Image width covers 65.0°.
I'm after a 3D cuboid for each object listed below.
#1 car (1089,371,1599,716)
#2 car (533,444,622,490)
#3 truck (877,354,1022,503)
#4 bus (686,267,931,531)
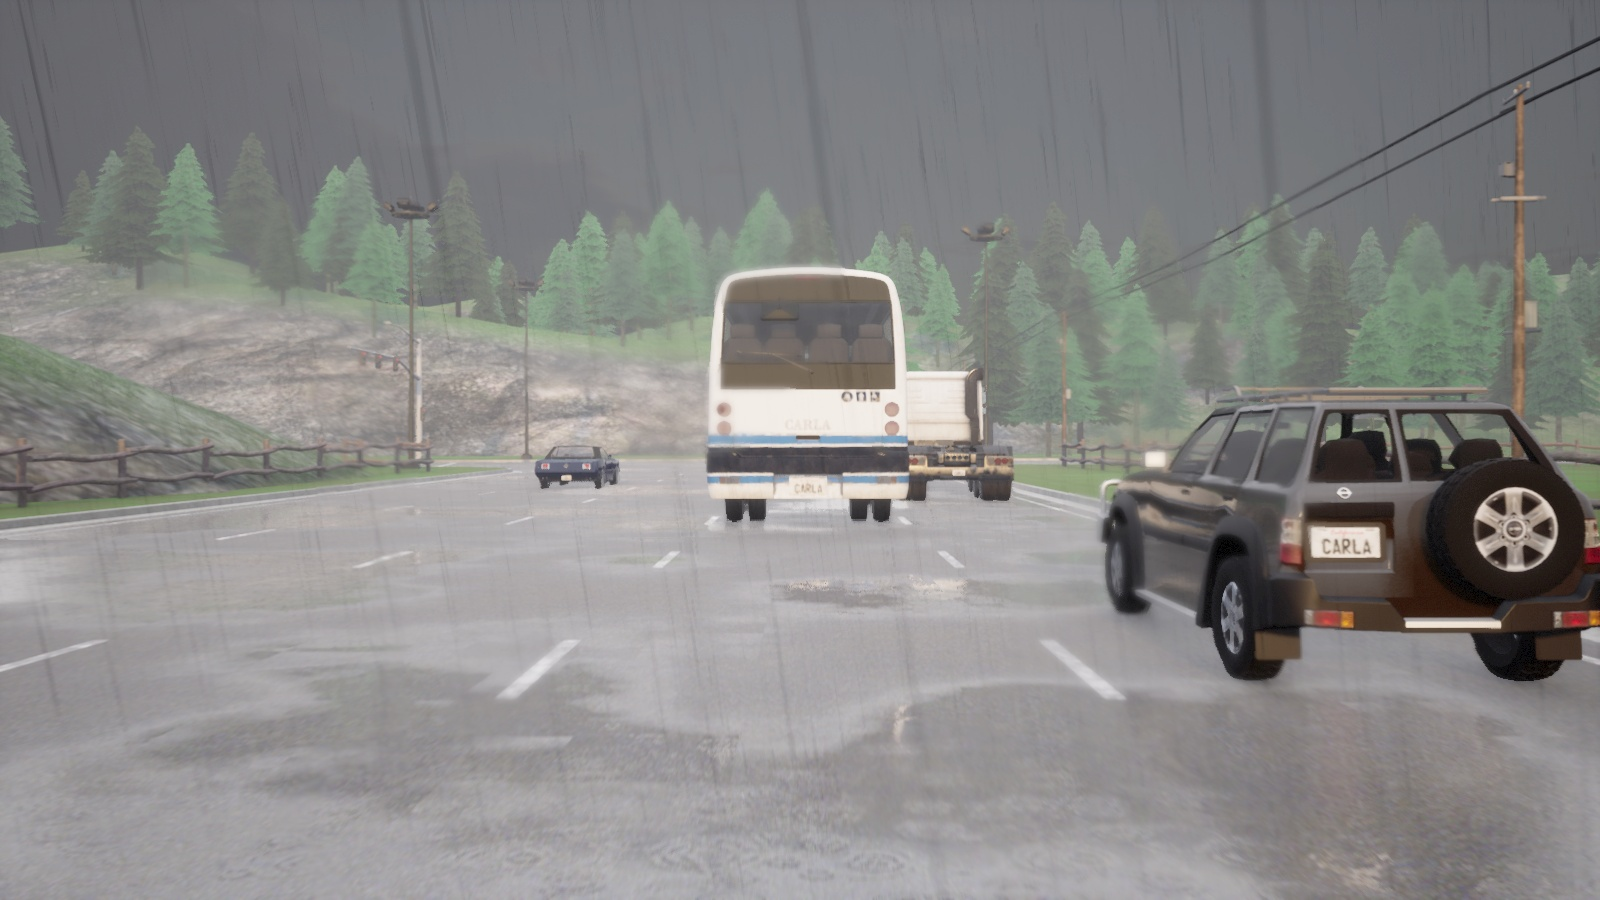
[{"bbox_3d":[3.567,0.482,9.057,1.932,1.855,4.605,0,1,0],"label":"car"},{"bbox_3d":[-6.767,0.486,38.694,1.895,1.301,4.718,0,1,0],"label":"car"},{"bbox_3d":[3.702,-0.536,33.022,2.891,3.462,7.936,0,1,0],"label":"truck"},{"bbox_3d":[0.159,-0.863,25.370,3.944,4.253,10.273,0,1,0],"label":"bus"}]
